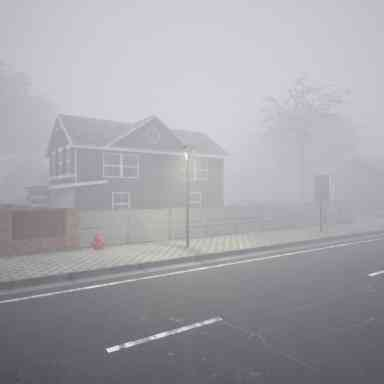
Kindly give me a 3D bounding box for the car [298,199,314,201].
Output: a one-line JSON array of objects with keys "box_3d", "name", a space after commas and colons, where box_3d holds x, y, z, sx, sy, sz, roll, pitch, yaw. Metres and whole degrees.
[{"box_3d": [12.533, 1.524, 34.820, 2.128, 1.511, 4.902, 0, 0, -35], "name": "car"}]
